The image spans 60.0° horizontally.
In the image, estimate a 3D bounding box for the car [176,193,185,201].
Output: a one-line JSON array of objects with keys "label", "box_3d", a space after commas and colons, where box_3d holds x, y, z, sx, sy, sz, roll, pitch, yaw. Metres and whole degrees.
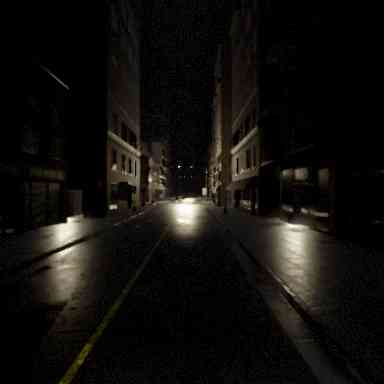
[{"label": "car", "box_3d": [-2.997, 1.201, 84.917, 2.150, 2.045, 5.566, 0, 0, 0]}]
